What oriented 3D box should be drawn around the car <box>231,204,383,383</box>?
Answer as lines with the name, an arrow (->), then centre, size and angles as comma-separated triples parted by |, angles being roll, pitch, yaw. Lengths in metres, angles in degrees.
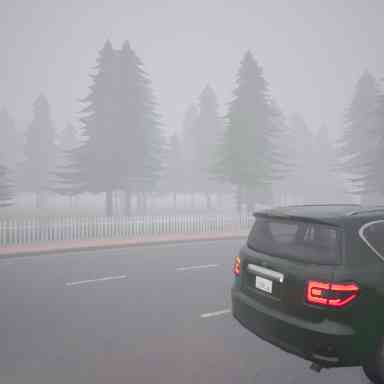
car -> 3.259, 1.222, 5.320 | 5.566, 2.045, 2.150 | 0, 0, -28
